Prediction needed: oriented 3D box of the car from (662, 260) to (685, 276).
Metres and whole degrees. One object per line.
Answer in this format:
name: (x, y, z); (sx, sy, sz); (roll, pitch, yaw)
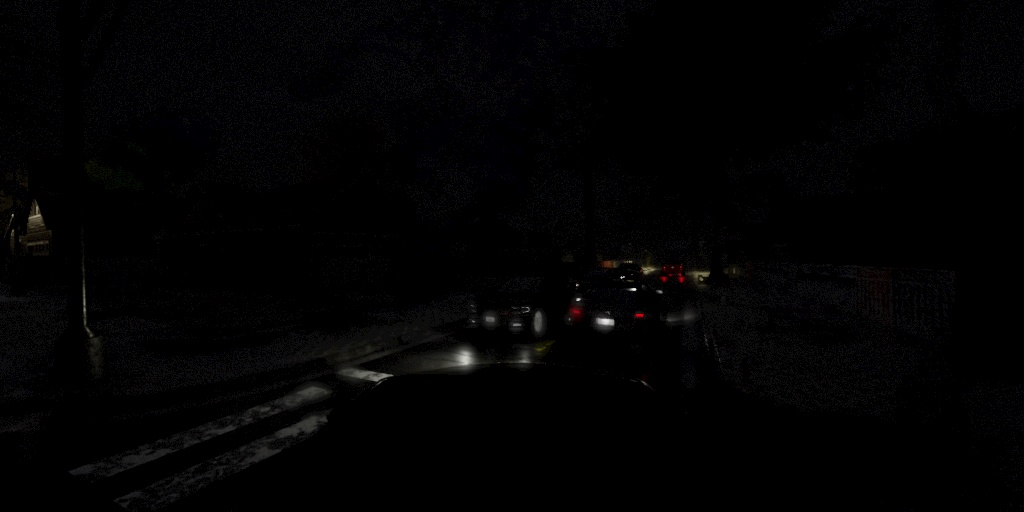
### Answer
car: (17.083, 1.176, 37.894); (2.097, 1.767, 4.553); (-1, -1, 27)

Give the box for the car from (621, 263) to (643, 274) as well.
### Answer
car: (9.404, 1.321, 28.897); (1.837, 1.490, 4.892); (-1, -1, 27)

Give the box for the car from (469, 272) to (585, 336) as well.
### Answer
car: (0.566, 1.281, 11.042); (1.882, 1.535, 5.008); (-1, 0, 26)

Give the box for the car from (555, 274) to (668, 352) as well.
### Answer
car: (2.815, 1.323, 9.158); (1.994, 1.385, 4.181); (-1, 0, 26)

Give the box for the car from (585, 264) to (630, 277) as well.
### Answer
car: (4.950, 1.350, 19.915); (2.033, 1.411, 5.357); (-1, 0, 25)
